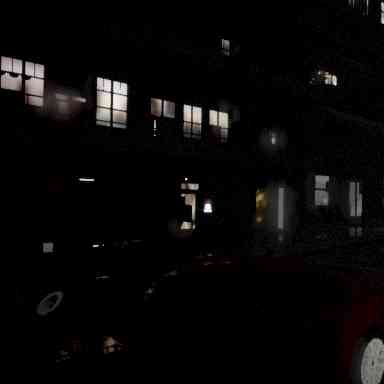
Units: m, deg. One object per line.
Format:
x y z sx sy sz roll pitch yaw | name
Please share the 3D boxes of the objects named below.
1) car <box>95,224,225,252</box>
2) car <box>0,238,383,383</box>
-0.928 1.441 5.886 4.097 1.590 1.967 0 1 -36 | car
0.299 1.478 3.597 5.008 1.535 1.882 0 0 -36 | car
